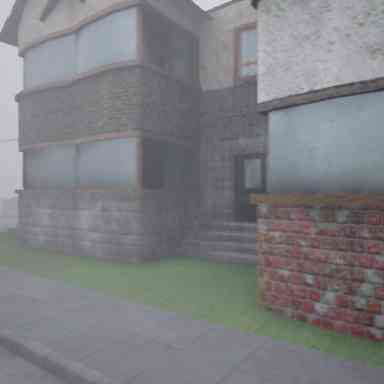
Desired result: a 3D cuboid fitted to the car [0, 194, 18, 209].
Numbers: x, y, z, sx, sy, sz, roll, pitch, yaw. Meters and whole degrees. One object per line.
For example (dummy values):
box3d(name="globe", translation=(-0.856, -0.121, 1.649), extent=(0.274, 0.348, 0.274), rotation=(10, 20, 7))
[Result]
box3d(name="car", translation=(-20.646, 1.331, 40.761), extent=(2.007, 1.523, 4.514), rotation=(0, 0, 35))

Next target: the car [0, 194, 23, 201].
box3d(name="car", translation=(-43.508, 1.380, 79.719), extent=(2.152, 1.636, 5.027), rotation=(0, 0, 35))

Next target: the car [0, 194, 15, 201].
box3d(name="car", translation=(-46.092, 1.391, 81.498), extent=(2.007, 1.523, 4.514), rotation=(0, 0, 35))

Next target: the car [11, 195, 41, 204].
box3d(name="car", translation=(-30.211, 1.339, 60.755), extent=(2.007, 1.523, 4.514), rotation=(0, 0, 35))
